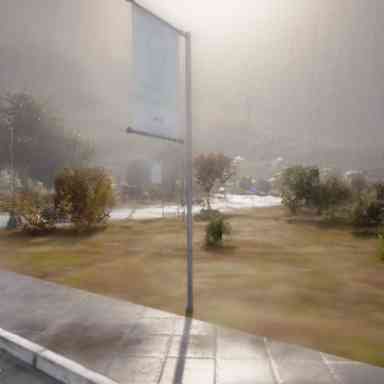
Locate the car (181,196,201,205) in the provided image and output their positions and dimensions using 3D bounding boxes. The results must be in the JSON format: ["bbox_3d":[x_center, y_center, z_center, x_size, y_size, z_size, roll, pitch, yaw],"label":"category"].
[{"bbox_3d":[0.098,1.553,58.326,1.837,1.490,4.892,-1,0,37],"label":"car"}]

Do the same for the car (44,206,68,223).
[{"bbox_3d":[-10.245,1.695,28.526,1.837,1.490,4.892,-1,0,39],"label":"car"}]
